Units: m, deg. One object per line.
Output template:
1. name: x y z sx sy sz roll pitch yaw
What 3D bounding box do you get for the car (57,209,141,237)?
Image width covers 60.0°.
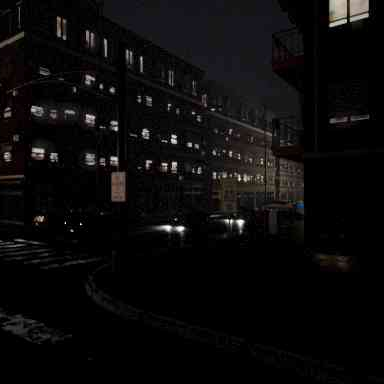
1. car: -5.390 1.884 20.286 1.895 1.301 4.718 0 -1 36

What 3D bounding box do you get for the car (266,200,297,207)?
1. car: 11.739 2.050 44.680 2.150 2.045 5.566 0 -1 35

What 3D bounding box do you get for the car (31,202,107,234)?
1. car: -7.651 1.604 21.569 2.192 1.841 5.009 -1 -2 35

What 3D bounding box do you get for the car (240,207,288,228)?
1. car: 5.739 2.048 26.146 1.802 1.307 4.206 -2 -2 35

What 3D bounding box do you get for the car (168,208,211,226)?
1. car: -0.150 2.013 27.759 1.994 1.385 4.181 0 -1 34

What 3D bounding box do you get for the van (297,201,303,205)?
1. van: 18.399 2.464 58.836 1.690 1.788 3.998 -1 -2 35

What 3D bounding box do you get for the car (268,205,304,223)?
1. car: 8.995 2.121 30.807 2.008 1.369 4.403 -2 -2 35

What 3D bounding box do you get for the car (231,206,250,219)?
1. car: 5.563 2.196 35.934 1.994 1.385 4.181 0 -1 34
